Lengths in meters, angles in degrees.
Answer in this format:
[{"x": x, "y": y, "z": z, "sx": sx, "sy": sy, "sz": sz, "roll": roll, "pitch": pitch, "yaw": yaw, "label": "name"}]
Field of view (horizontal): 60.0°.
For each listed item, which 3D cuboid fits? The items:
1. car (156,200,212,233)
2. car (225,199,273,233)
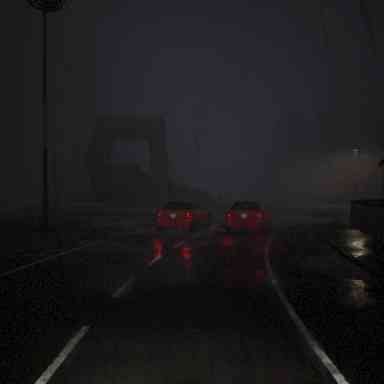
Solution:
[{"x": -0.299, "y": 1.224, "z": 18.999, "sx": 2.097, "sy": 1.767, "sz": 4.553, "roll": 0, "pitch": 0, "yaw": 18, "label": "car"}, {"x": 3.361, "y": 1.224, "z": 18.946, "sx": 2.097, "sy": 1.767, "sz": 4.553, "roll": 0, "pitch": 0, "yaw": 20, "label": "car"}]
